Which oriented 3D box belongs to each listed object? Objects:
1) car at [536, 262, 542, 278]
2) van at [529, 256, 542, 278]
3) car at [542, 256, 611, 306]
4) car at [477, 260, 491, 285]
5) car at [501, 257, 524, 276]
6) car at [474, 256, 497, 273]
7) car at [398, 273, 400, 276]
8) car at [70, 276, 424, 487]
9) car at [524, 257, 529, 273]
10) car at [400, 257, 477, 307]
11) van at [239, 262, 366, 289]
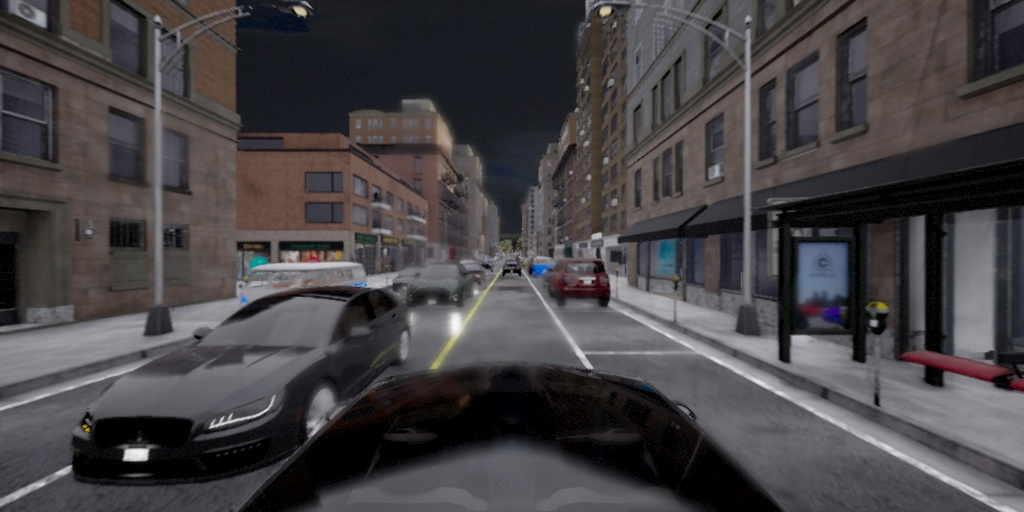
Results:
[{"bbox_3d":[2.693,1.229,20.605,2.007,1.370,4.403,0,0,0],"label":"car"},{"bbox_3d":[2.679,0.978,31.417,1.690,1.789,3.998,0,0,0],"label":"van"},{"bbox_3d":[2.700,1.013,15.199,2.192,1.841,5.009,0,0,0],"label":"car"},{"bbox_3d":[-2.837,1.208,25.280,2.033,1.411,5.357,0,0,0],"label":"car"},{"bbox_3d":[-0.005,1.129,35.049,1.837,1.490,4.892,0,1,0],"label":"car"},{"bbox_3d":[-2.763,0.933,35.933,1.895,1.301,4.718,0,0,0],"label":"car"},{"bbox_3d":[-5.412,1.245,20.601,1.948,1.339,4.313,0,0,0],"label":"car"},{"bbox_3d":[-2.846,1.242,5.143,1.837,1.490,4.892,0,0,0],"label":"car"},{"bbox_3d":[2.672,0.931,36.824,2.192,1.841,5.009,0,0,0],"label":"car"},{"bbox_3d":[-2.842,1.052,14.998,2.097,1.767,4.553,0,0,0],"label":"car"},{"bbox_3d":[-5.411,1.061,9.788,1.690,1.789,3.998,0,0,0],"label":"van"}]
